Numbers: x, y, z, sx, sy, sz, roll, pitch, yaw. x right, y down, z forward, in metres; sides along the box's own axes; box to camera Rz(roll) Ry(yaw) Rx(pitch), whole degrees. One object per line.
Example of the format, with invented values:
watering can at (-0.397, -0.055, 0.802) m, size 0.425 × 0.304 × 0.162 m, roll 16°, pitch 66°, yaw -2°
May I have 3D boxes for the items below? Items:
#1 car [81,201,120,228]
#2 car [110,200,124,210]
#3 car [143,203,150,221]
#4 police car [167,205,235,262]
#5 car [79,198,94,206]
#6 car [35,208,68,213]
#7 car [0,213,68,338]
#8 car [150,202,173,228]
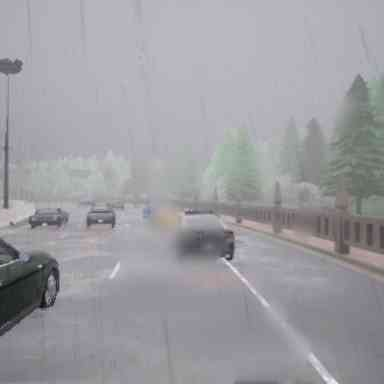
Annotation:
car at (-6.410, 1.653, 23.660) m, size 2.128 × 1.511 × 4.902 m, roll 0°, pitch 0°, yaw -13°
car at (-11.032, 1.814, 47.450) m, size 2.128 × 1.511 × 4.902 m, roll 0°, pitch 0°, yaw -27°
car at (-3.243, 1.680, 29.839) m, size 1.882 × 1.535 × 5.008 m, roll 0°, pitch 0°, yaw -16°
police car at (0.241, 1.512, 12.767) m, size 1.930 × 1.638 × 5.238 m, roll 0°, pitch 0°, yaw -7°
car at (-19.597, 1.900, 62.076) m, size 1.882 × 1.535 × 5.008 m, roll 0°, pitch 0°, yaw -35°
car at (-9.852, 1.760, 23.243) m, size 1.895 × 1.301 × 4.718 m, roll 0°, pitch 0°, yaw -13°
car at (-3.741, 1.388, 5.116) m, size 2.097 × 1.767 × 4.553 m, roll 0°, pitch 0°, yaw -3°
car at (-1.655, 1.616, 23.648) m, size 1.801 × 1.575 × 5.366 m, roll 0°, pitch 0°, yaw -13°
